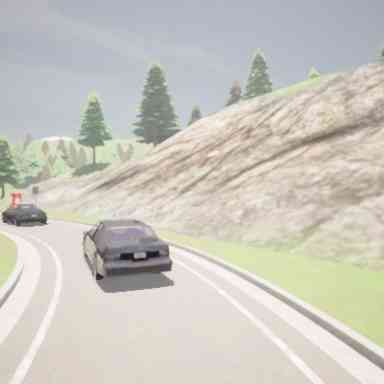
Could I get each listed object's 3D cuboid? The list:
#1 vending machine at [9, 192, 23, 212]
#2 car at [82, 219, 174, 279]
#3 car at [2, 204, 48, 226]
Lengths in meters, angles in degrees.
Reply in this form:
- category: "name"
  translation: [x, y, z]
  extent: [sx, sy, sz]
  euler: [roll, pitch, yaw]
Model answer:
- category: "vending machine"
  translation: [-19.458, 1.105, 36.768]
  extent: [0.880, 2.100, 1.100]
  euler: [0, 0, 45]
- category: "car"
  translation: [-2.183, 1.523, 10.106]
  extent: [2.033, 1.411, 5.357]
  euler: [0, 0, -23]
- category: "car"
  translation: [-11.677, 1.508, 23.144]
  extent: [1.994, 1.385, 4.181]
  euler: [0, 0, -43]
